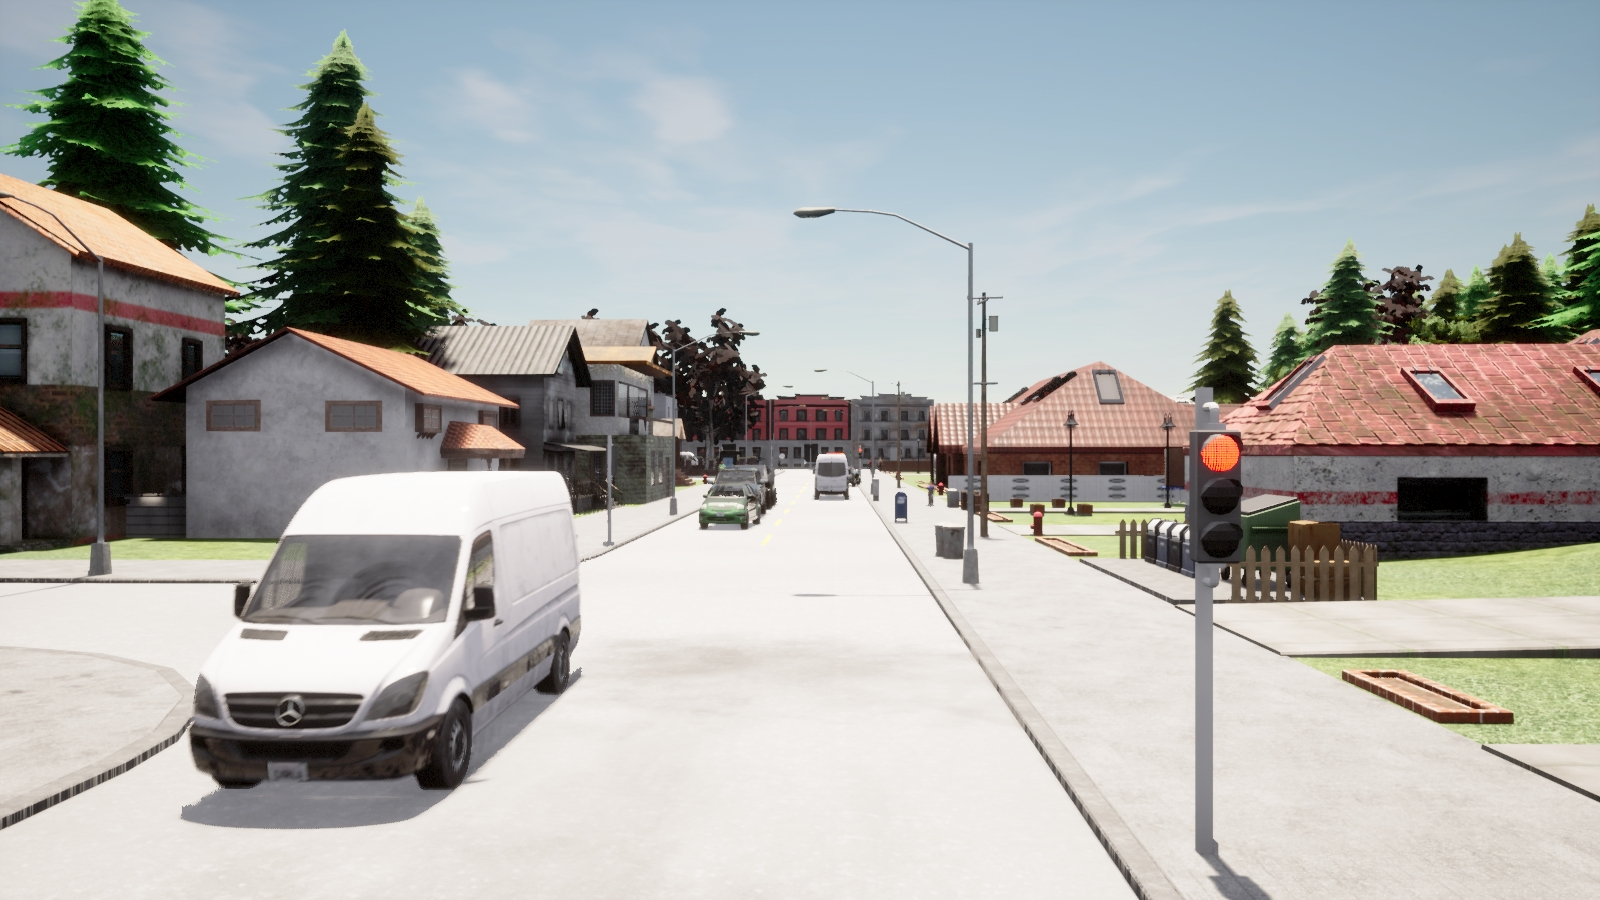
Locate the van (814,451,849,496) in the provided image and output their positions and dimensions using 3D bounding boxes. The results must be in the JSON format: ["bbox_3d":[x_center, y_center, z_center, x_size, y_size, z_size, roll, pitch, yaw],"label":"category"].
[{"bbox_3d":[1.864,1.314,67.247,1.988,2.561,5.915,0,0,2],"label":"van"}]

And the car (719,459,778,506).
[{"bbox_3d":[-2.451,1.534,55.812,2.390,2.098,6.274,0,0,2],"label":"car"}]

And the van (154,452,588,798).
[{"bbox_3d":[-3.763,1.314,11.498,1.988,2.561,5.915,0,0,2],"label":"van"}]

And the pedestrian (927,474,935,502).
[{"bbox_3d":[6.224,1.803,54.382,0.375,1.300,0.375,0,0,3],"label":"pedestrian"}]

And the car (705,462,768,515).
[{"bbox_3d":[-2.626,1.559,48.404,2.150,2.045,5.566,0,0,2],"label":"car"}]

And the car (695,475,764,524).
[{"bbox_3d":[-2.533,1.779,41.798,1.851,1.617,3.988,0,0,7],"label":"car"}]
